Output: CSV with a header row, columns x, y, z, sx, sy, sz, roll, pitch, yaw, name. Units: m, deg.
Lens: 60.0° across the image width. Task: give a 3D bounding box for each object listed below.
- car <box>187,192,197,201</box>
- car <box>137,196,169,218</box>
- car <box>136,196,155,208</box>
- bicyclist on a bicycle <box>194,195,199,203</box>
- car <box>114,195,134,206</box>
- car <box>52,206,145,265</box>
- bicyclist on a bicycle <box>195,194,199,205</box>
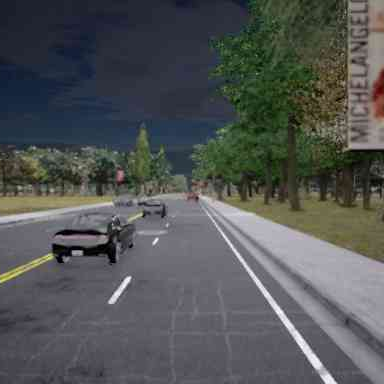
x,y,z,sx,sy,sz,roll,pitch,yaw,name
-0.035,1.059,79.235,2.150,2.045,5.566,0,0,0,car
-3.162,1.420,29.203,2.128,1.511,4.902,0,0,0,car
-6.599,1.370,47.636,1.882,1.535,5.008,0,0,0,car
0.877,1.302,62.779,0.866,1.612,1.509,0,0,0,bicyclist on a bicycle
-9.846,1.243,48.281,2.097,1.767,4.553,0,0,0,car
-3.154,1.461,11.579,2.128,1.511,4.902,0,0,0,car
0.870,1.254,52.912,0.659,1.776,1.843,0,0,0,bicyclist on a bicycle
